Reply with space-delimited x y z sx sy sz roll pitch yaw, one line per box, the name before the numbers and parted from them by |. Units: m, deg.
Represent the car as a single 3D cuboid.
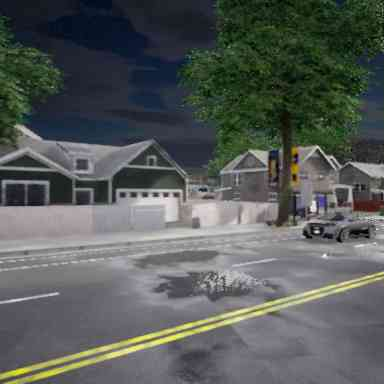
car | 7.587 1.745 17.069 4.181 1.385 1.994 1 -1 -35
